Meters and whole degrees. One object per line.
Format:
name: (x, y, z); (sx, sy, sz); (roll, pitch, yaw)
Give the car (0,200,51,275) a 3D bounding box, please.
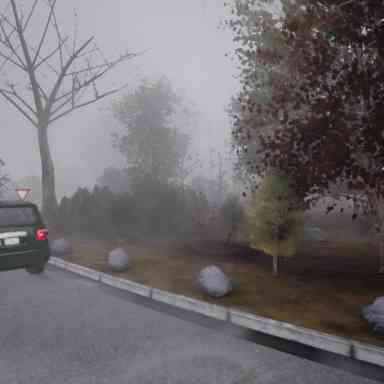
car: (-6.063, 1.271, 9.656); (2.150, 2.045, 5.566); (0, 0, -44)
